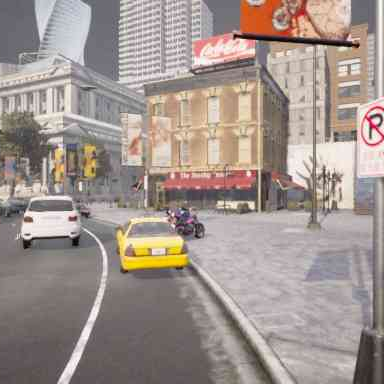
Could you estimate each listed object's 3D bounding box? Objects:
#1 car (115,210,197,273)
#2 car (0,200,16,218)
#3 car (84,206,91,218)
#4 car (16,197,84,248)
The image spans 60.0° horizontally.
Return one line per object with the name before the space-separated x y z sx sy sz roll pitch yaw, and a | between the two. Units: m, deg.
car | -1.478 1.456 10.764 1.801 1.575 5.366 0 0 -15
car | -16.363 1.489 30.580 1.837 1.490 4.892 1 -1 -42
car | -10.377 1.586 28.766 1.895 1.301 4.718 0 0 -34
car | -6.332 1.215 15.169 2.150 2.045 5.566 0 0 -21
